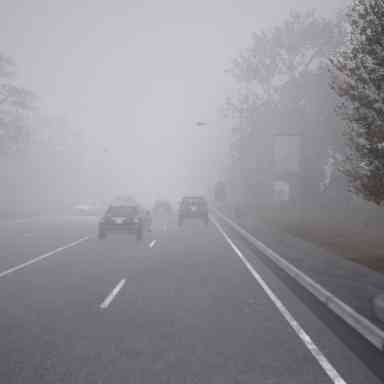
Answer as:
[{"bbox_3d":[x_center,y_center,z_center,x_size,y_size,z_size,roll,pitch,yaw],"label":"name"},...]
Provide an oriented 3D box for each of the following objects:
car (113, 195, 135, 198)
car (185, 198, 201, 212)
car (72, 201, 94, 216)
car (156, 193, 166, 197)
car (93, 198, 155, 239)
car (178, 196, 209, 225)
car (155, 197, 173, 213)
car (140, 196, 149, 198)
[{"bbox_3d":[-7.088,1.309,34.145,2.150,2.045,5.566,0,0,0],"label":"car"},{"bbox_3d":[0.104,1.587,42.239,1.882,1.535,5.008,0,0,0],"label":"car"},{"bbox_3d":[-10.586,1.614,33.784,1.812,1.442,4.674,0,0,0],"label":"car"},{"bbox_3d":[-6.992,1.305,75.541,2.150,2.045,5.566,0,0,0],"label":"car"},{"bbox_3d":[-3.398,1.398,17.661,2.097,1.767,4.553,0,0,0],"label":"car"},{"bbox_3d":[0.103,1.287,25.183,2.150,2.045,5.566,0,0,0],"label":"car"},{"bbox_3d":[-3.396,1.605,38.605,1.837,1.490,4.892,0,0,0],"label":"car"},{"bbox_3d":[-10.493,1.629,74.321,1.994,1.385,4.181,0,0,0],"label":"car"}]
